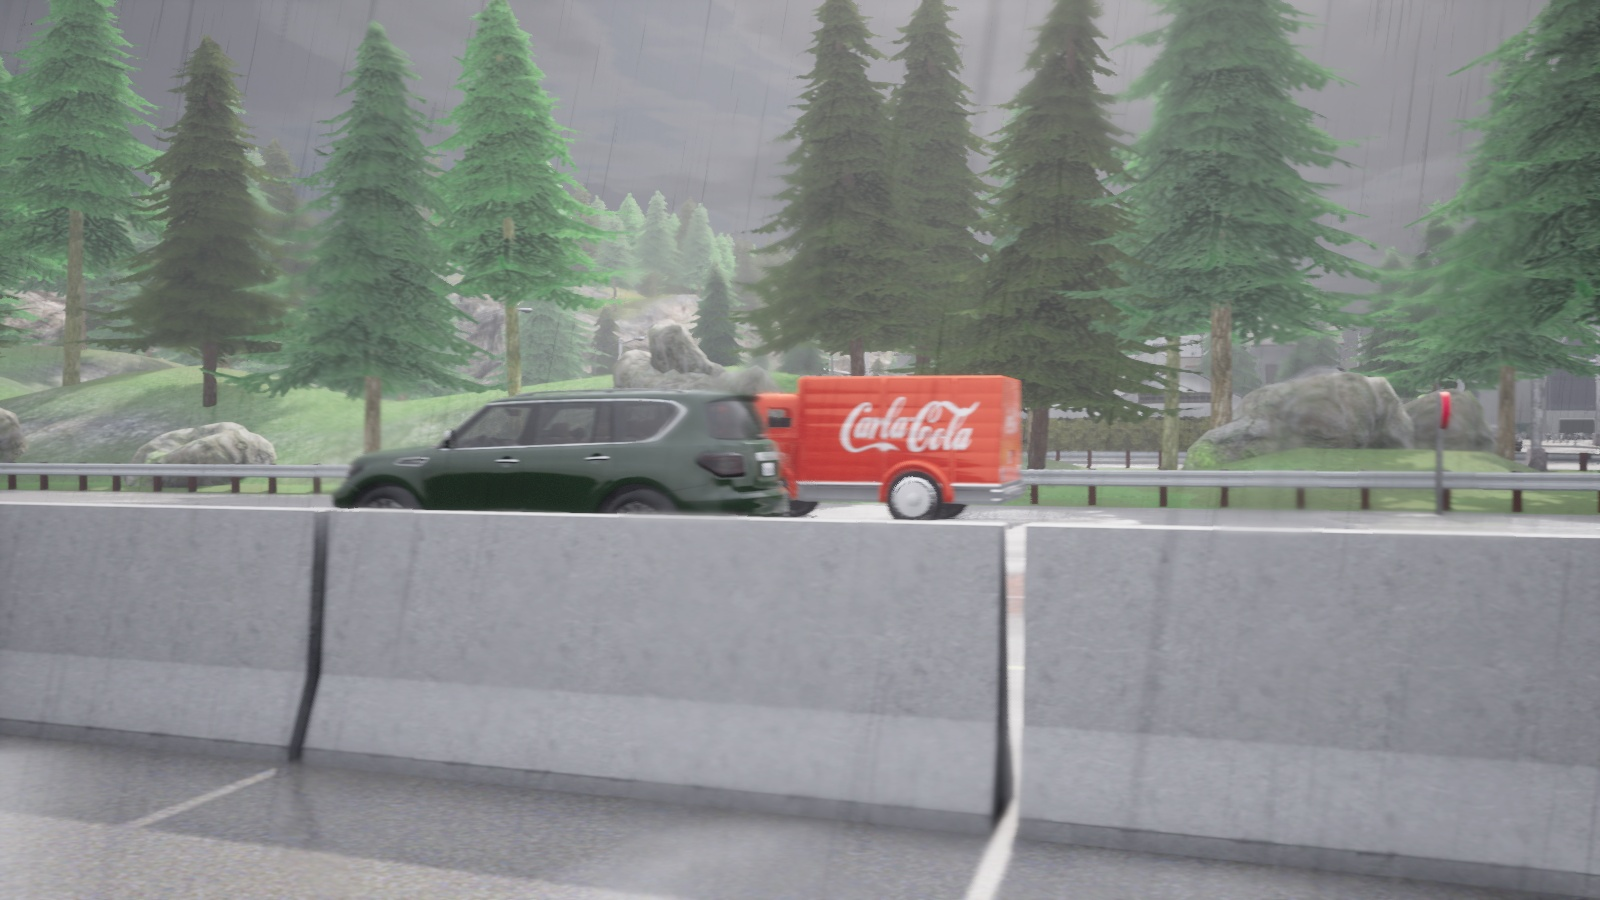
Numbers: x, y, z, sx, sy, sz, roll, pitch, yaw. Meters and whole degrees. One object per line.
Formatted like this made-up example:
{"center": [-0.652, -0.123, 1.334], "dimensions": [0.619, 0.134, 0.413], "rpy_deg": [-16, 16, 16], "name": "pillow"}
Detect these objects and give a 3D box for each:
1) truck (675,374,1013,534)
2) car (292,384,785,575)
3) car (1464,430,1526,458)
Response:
{"center": [0.800, 0.005, 21.383], "dimensions": [5.204, 2.467, 2.627], "rpy_deg": [1, 1, 18], "name": "truck"}
{"center": [-3.164, 0.287, 15.332], "dimensions": [5.566, 2.045, 2.150], "rpy_deg": [0, 1, 19], "name": "car"}
{"center": [39.286, -0.350, 71.104], "dimensions": [1.837, 1.490, 4.892], "rpy_deg": [1, 1, 14], "name": "car"}
